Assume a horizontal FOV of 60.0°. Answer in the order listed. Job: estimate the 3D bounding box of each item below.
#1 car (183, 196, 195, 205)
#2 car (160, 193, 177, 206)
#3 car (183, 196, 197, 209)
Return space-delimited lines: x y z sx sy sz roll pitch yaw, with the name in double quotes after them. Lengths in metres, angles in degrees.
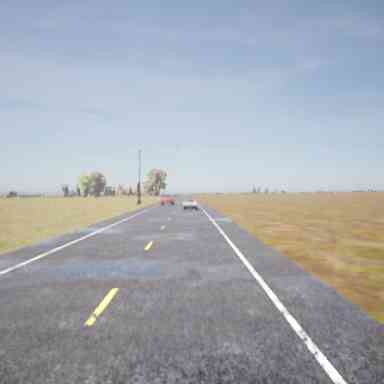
-0.630 1.520 62.497 2.128 1.511 4.902 0 0 -1 "car"
-4.144 1.241 56.478 2.150 2.045 5.566 0 0 -1 "car"
-0.277 1.609 44.352 1.895 1.301 4.718 0 0 -1 "car"
